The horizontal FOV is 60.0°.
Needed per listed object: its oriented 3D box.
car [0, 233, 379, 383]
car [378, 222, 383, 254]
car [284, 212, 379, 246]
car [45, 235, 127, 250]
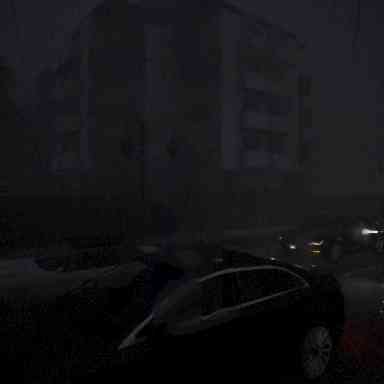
[{"bbox_3d":[-0.179,1.491,3.854,4.902,1.511,2.128,0,0,-35],"label":"car"},{"bbox_3d":[7.292,1.523,9.180,4.674,1.442,1.812,0,0,-35],"label":"car"},{"bbox_3d":[5.168,1.502,11.963,4.892,1.490,1.837,0,0,-35],"label":"car"},{"bbox_3d":[-2.373,1.601,6.588,4.718,1.301,1.895,0,0,-35],"label":"car"}]
